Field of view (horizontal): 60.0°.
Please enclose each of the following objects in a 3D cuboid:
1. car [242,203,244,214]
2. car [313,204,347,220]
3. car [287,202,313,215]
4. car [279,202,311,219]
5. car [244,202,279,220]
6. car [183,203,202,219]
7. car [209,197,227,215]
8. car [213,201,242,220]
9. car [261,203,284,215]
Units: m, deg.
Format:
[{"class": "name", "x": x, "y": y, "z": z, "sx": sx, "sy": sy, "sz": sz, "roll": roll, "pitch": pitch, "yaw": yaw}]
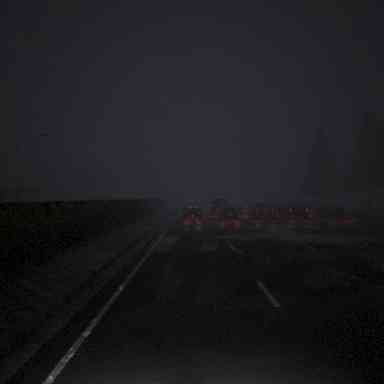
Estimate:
[{"class": "car", "x": 7.071, "y": 2.116, "z": 43.650, "sx": 2.128, "sy": 1.511, "sz": 4.902, "roll": 0, "pitch": -1, "yaw": 0}, {"class": "car", "x": 14.054, "y": 1.971, "z": 34.241, "sx": 1.882, "sy": 1.535, "sz": 5.008, "roll": 0, "pitch": -1, "yaw": 0}, {"class": "car", "x": 14.069, "y": 2.130, "z": 43.507, "sx": 1.837, "sy": 1.490, "sz": 4.892, "roll": 0, "pitch": -1, "yaw": 0}, {"class": "car", "x": 10.555, "y": 1.855, "z": 35.018, "sx": 2.097, "sy": 1.767, "sz": 4.553, "roll": 0, "pitch": -1, "yaw": 0}, {"class": "car", "x": 7.054, "y": 1.842, "z": 34.224, "sx": 2.097, "sy": 1.767, "sz": 4.553, "roll": 0, "pitch": -1, "yaw": 0}, {"class": "car", "x": 0.054, "y": 2.089, "z": 34.292, "sx": 1.895, "sy": 1.301, "sz": 4.718, "roll": 0, "pitch": -1, "yaw": 0}, {"class": "car", "x": 3.569, "y": 1.842, "z": 43.481, "sx": 2.150, "sy": 2.045, "sz": 5.566, "roll": 0, "pitch": -1, "yaw": 0}, {"class": "car", "x": 3.553, "y": 1.961, "z": 33.841, "sx": 1.882, "sy": 1.535, "sz": 5.008, "roll": 0, "pitch": -1, "yaw": 0}, {"class": "car", "x": 10.572, "y": 2.191, "z": 43.787, "sx": 1.994, "sy": 1.385, "sz": 4.181, "roll": 0, "pitch": -1, "yaw": 0}]
